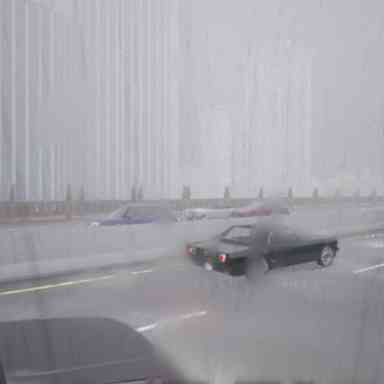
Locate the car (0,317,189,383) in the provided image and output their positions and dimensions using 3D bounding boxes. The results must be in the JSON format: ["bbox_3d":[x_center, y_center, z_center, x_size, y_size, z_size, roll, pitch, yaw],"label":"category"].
[{"bbox_3d":[-2.550,1.549,1.923,5.357,1.411,2.033,0,0,-36],"label":"car"}]

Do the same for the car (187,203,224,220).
[{"bbox_3d":[1.652,1.569,26.665,4.718,1.301,1.895,0,0,-35],"label":"car"}]

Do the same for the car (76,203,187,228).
[{"bbox_3d":[-2.822,1.340,14.875,4.553,1.767,2.097,0,0,-35],"label":"car"}]

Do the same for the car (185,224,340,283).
[{"bbox_3d":[2.228,1.587,9.634,4.718,1.301,1.895,0,0,-35],"label":"car"}]

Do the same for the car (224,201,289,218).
[{"bbox_3d":[5.111,1.442,24.832,5.008,1.535,1.882,0,0,-35],"label":"car"}]
